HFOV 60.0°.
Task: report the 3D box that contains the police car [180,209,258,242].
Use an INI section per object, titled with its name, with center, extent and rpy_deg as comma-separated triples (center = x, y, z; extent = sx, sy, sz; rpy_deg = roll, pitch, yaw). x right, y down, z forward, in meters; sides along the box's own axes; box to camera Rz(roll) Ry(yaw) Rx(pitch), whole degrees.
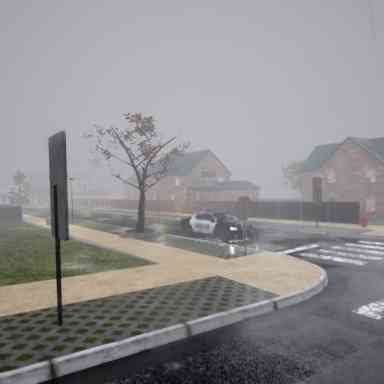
[police car]
center = 1.401, 1.749, 18.227
extent = 2.038, 1.542, 4.974
rpy_deg = -2, 0, -36
